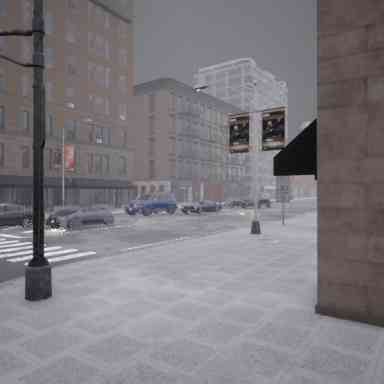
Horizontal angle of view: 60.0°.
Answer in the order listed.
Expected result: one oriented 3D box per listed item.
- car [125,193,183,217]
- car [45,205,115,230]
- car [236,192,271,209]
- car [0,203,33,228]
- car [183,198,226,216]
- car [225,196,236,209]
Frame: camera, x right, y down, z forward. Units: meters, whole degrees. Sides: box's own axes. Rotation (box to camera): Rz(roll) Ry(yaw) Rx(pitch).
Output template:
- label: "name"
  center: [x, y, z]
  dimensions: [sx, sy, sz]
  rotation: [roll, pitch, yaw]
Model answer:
- label: "car"
  center: [-3.672, 1.129, 30.898]
  dimensions: [2.150, 2.045, 5.566]
  rotation: [0, 0, 36]
- label: "car"
  center: [-6.865, 1.507, 20.767]
  dimensions: [1.994, 1.385, 4.181]
  rotation: [0, 0, 35]
- label: "car"
  center: [8.120, 1.055, 41.870]
  dimensions: [2.150, 2.045, 5.566]
  rotation: [0, 0, 35]
- label: "car"
  center: [-11.602, 1.469, 19.702]
  dimensions: [1.837, 1.490, 4.892]
  rotation: [0, 0, 35]
- label: "car"
  center: [0.987, 1.488, 31.852]
  dimensions: [1.895, 1.301, 4.718]
  rotation: [0, 0, 35]
- label: "car"
  center: [5.118, 1.335, 43.262]
  dimensions: [2.128, 1.511, 4.902]
  rotation: [0, 0, 36]
